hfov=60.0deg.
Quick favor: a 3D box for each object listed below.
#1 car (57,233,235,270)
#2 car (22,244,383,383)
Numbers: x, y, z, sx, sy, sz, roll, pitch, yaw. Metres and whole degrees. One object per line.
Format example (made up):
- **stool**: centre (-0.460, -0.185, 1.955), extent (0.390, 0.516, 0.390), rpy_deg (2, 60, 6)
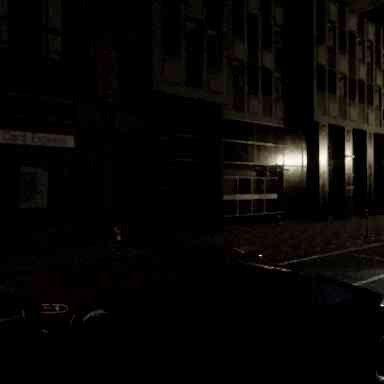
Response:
- **car**: centre (-0.643, 1.521, 6.191), extent (4.507, 1.381, 1.887), rpy_deg (-1, 0, -35)
- **car**: centre (0.535, 1.545, 3.744), extent (4.181, 1.385, 1.994), rpy_deg (0, 0, -35)
